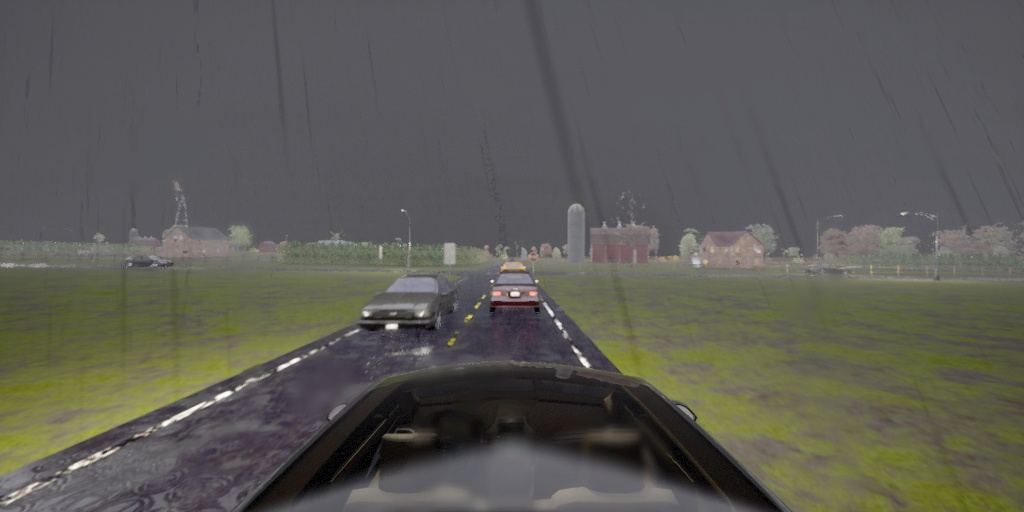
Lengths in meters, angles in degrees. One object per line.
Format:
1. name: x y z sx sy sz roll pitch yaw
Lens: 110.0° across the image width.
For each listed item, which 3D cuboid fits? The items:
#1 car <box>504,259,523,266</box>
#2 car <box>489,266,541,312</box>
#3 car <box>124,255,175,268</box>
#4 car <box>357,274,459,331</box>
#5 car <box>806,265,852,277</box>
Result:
1. car: 0.100 1.226 27.879 1.882 1.535 5.008 0 0 0
2. car: 0.099 1.293 14.239 2.033 1.411 5.357 0 0 0
3. car: -42.367 0.664 41.933 4.892 1.490 1.837 1 1 0
4. car: -2.850 1.294 11.190 2.033 1.411 5.357 0 0 0
5. car: 39.813 1.815 45.090 4.892 1.490 1.837 1 1 0
